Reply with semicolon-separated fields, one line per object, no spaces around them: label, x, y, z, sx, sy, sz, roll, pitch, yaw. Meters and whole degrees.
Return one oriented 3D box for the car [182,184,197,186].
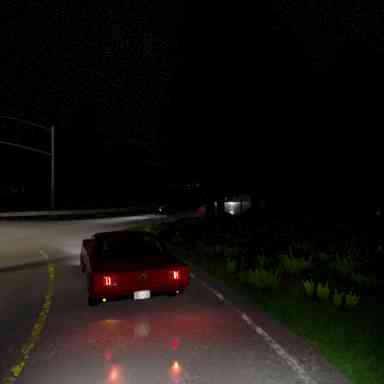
car;-0.583;-1.133;59.858;2.097;1.767;4.553;0;4;-24

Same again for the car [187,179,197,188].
car;0.013;-1.820;70.135;2.128;1.511;4.902;0;5;-1

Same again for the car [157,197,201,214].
car;-1.232;1.256;31.942;2.128;1.511;4.902;0;2;42

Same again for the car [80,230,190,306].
car;-1.695;1.601;8.189;1.895;1.301;4.718;0;0;-21
